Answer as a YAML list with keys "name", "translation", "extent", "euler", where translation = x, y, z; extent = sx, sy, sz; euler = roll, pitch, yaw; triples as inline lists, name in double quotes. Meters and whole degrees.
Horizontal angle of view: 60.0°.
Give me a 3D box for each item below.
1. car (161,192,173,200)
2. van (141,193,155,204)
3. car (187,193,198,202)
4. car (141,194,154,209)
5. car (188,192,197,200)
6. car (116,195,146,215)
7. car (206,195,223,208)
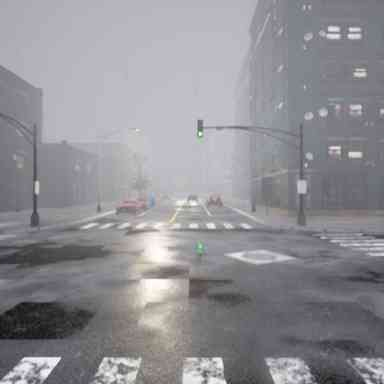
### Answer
- name: "car"
  translation: [-5.540, 0.980, 70.180]
  extent: [1.802, 1.307, 4.206]
  euler: [1, 0, 0]
- name: "van"
  translation: [-5.590, 0.982, 41.746]
  extent: [1.690, 1.788, 3.998]
  euler: [1, 0, 0]
- name: "car"
  translation: [0.114, 1.006, 58.036]
  extent: [1.837, 1.490, 4.892]
  euler: [0, 1, 0]
- name: "car"
  translation: [-5.606, 1.234, 36.060]
  extent: [1.887, 1.381, 4.507]
  euler: [1, 0, 0]
- name: "car"
  translation: [0.134, 0.892, 68.460]
  extent: [1.882, 1.535, 5.008]
  euler: [0, 0, 0]
- name: "car"
  translation: [-5.693, 1.283, 30.379]
  extent: [1.887, 1.381, 4.507]
  euler: [1, 0, 0]
- name: "car"
  translation: [2.788, 1.080, 41.791]
  extent: [1.967, 1.590, 4.097]
  euler: [1, 0, 0]
